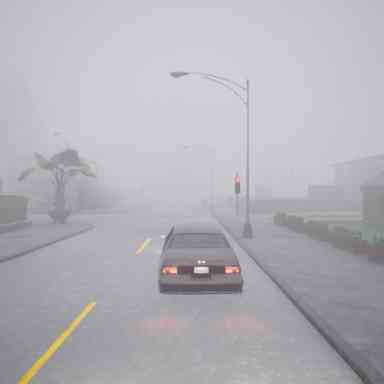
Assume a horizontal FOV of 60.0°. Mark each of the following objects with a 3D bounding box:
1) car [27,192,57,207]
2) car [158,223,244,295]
[{"bbox_3d":[-19.782,0.986,43.806,1.905,1.878,3.866,0,0,35],"label":"car"},{"bbox_3d":[0.109,1.547,8.902,2.033,1.411,5.357,0,0,-2],"label":"car"}]
